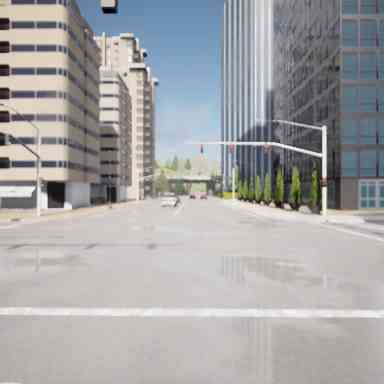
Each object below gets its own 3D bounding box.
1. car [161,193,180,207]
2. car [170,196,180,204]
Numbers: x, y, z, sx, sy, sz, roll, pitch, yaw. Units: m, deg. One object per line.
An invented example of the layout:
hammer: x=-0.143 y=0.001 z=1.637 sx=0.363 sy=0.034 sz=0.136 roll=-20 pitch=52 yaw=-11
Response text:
car: x=-3.491 y=1.247 z=50.922 sx=2.150 sy=2.045 sz=5.566 roll=0 pitch=0 yaw=0
car: x=-3.381 y=1.512 z=67.204 sx=1.882 sy=1.535 sz=5.008 roll=0 pitch=0 yaw=1
